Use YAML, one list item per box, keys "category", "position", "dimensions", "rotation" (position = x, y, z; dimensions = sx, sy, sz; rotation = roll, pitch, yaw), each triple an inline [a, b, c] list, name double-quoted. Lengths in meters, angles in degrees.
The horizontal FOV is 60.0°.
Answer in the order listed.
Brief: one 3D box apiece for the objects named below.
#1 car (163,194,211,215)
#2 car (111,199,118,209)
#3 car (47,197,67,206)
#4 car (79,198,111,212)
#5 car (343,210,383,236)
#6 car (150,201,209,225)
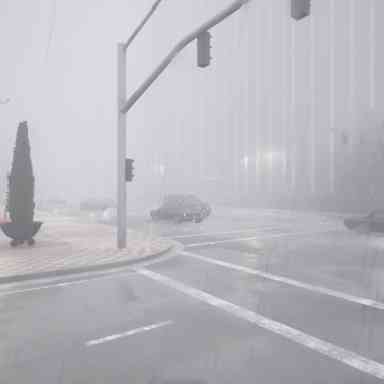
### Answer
- category: "car"
  position: [-0.644, 1.222, 29.318]
  dimensions: [2.150, 2.045, 5.566]
  rotation: [0, 0, -36]
- category: "car"
  position: [-11.359, 1.526, 44.181]
  dimensions: [1.812, 1.442, 4.674]
  rotation: [0, 0, -36]
- category: "car"
  position: [-20.965, 1.401, 51.634]
  dimensions: [1.895, 1.301, 4.718]
  rotation: [0, 0, -36]
- category: "car"
  position: [-11.435, 1.477, 38.288]
  dimensions: [1.882, 1.535, 5.008]
  rotation: [0, 0, -36]
- category: "car"
  position: [10.466, 1.601, 17.065]
  dimensions: [4.718, 1.301, 1.895]
  rotation: [0, 0, 36]
- category: "car"
  position: [-1.151, 1.601, 24.049]
  dimensions: [1.895, 1.301, 4.718]
  rotation: [0, 0, -36]
